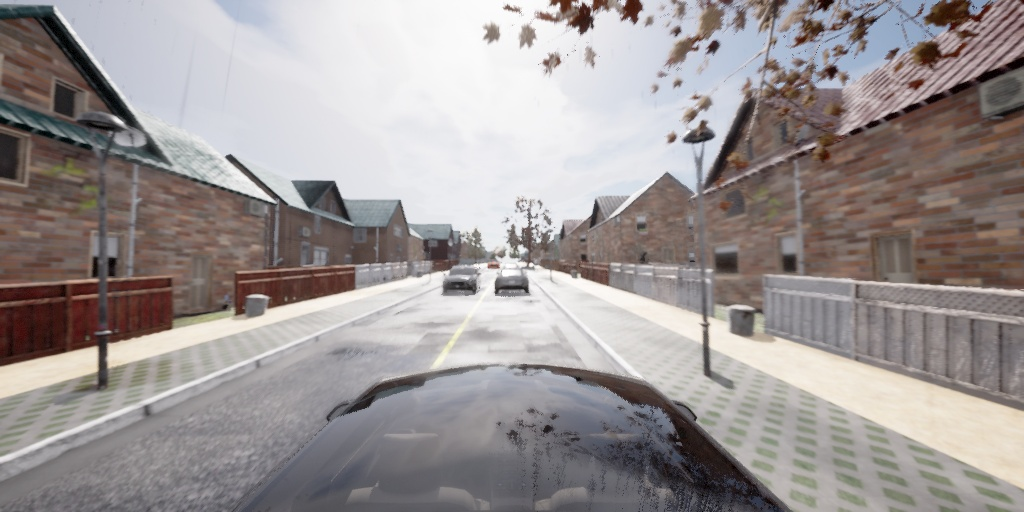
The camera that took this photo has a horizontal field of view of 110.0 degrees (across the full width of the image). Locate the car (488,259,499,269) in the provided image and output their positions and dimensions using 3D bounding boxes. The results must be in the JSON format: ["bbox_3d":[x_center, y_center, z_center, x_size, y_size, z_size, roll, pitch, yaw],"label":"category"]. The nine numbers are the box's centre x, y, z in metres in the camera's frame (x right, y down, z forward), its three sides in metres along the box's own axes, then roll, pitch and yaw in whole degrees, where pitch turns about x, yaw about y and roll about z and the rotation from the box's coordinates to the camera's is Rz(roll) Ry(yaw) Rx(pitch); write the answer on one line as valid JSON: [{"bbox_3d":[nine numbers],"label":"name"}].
[{"bbox_3d":[-3.081,1.331,62.003,2.097,1.767,4.553,0,0,0],"label":"car"}]

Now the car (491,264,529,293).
[{"bbox_3d":[-0.014,1.373,21.344,1.994,1.385,4.181,0,0,0],"label":"car"}]

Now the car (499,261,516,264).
[{"bbox_3d":[-0.100,1.426,37.901,1.994,1.385,4.181,0,0,0],"label":"car"}]

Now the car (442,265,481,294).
[{"bbox_3d":[-2.851,1.325,21.068,1.837,1.490,4.892,0,0,0],"label":"car"}]
